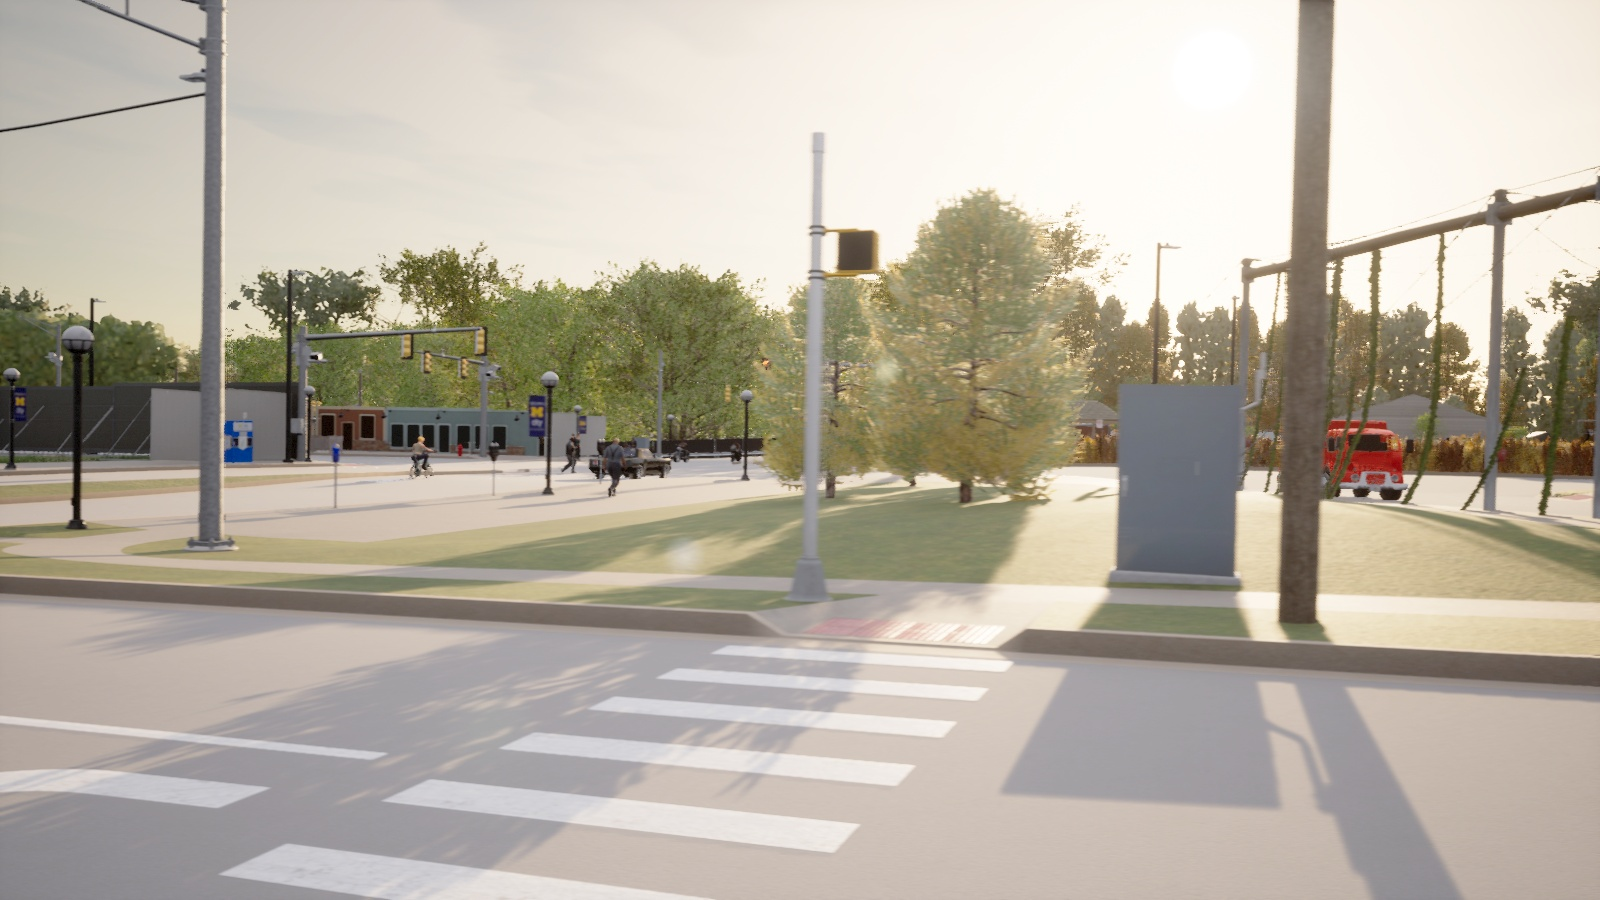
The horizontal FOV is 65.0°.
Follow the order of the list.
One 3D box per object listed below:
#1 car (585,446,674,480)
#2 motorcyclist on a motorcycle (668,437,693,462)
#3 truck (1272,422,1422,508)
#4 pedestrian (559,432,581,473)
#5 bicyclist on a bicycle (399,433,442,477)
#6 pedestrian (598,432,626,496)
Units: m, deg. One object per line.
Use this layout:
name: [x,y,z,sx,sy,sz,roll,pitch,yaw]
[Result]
car: [-6.974,0.512,51.855,1.895,1.301,4.718,1,0,15]
motorcyclist on a motorcycle: [-7.977,-0.003,83.993,0.766,1.649,2.350,1,-1,18]
truck: [17.116,0.431,39.659,2.627,2.467,5.204,1,0,3]
pedestrian: [-10.812,0.105,59.005,0.849,1.883,0.563,2,1,6]
bicyclist on a bicycle: [-14.313,0.190,47.403,0.866,1.612,1.509,2,1,15]
pedestrian: [-5.494,0.405,36.699,0.540,1.848,0.694,2,2,15]
